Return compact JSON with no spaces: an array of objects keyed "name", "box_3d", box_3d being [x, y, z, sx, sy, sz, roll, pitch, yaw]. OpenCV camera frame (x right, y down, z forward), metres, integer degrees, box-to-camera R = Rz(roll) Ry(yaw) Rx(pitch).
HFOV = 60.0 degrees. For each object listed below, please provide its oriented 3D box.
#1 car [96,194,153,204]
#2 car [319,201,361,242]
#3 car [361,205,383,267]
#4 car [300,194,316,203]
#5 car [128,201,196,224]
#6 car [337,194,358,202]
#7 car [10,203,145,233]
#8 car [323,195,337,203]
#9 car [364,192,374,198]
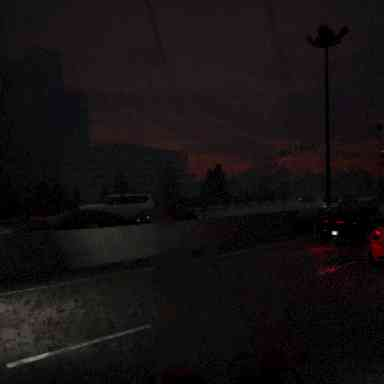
[{"name":"car","box_3d":[-5.020,1.168,22.609,5.566,2.045,2.150,-1,0,-42]},{"name":"car","box_3d":[7.415,1.347,14.904,4.892,1.490,1.837,-1,1,-44]},{"name":"car","box_3d":[7.104,1.221,9.848,4.553,1.767,2.097,-1,0,-41]},{"name":"car","box_3d":[19.234,1.084,55.196,1.837,1.490,4.892,-1,0,32]},{"name":"car","box_3d":[-1.700,1.482,20.977,4.181,1.385,1.994,-1,0,-43]},{"name":"car","box_3d":[21.439,1.078,45.357,1.837,1.490,4.892,-1,0,31]},{"name":"car","box_3d":[-4.738,1.457,13.795,5.008,1.535,1.882,-1,0,-38]},{"name":"car","box_3d":[22.615,1.100,54.023,1.994,1.385,4.181,-1,0,32]},{"name":"car","box_3d":[42.823,0.720,80.583,1.994,1.385,4.181,-1,-2,31]}]
